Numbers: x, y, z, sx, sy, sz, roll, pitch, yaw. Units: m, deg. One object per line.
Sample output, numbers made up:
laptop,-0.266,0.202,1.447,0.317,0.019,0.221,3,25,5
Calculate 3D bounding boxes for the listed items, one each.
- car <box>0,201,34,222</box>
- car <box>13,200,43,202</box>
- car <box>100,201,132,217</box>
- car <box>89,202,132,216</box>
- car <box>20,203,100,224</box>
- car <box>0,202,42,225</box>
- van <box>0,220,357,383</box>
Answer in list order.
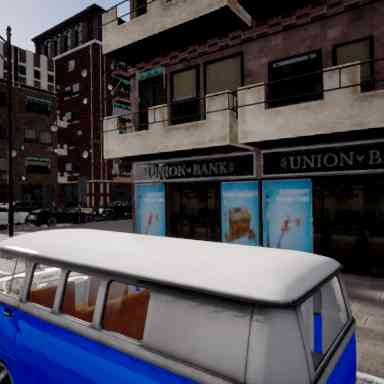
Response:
car,-15.494,1.608,27.322,1.967,1.590,4.097,-2,-1,36
car,-13.446,1.473,25.733,2.097,1.767,4.553,-1,-1,36
car,-7.370,1.671,34.064,2.128,1.511,4.902,-1,-1,36
car,-8.851,1.797,36.432,1.947,1.339,4.313,-2,-1,36
car,-8.722,1.583,22.381,1.947,1.339,4.313,-2,-1,36
car,-12.498,1.574,21.683,1.812,1.442,4.674,-1,-1,38
van,-0.549,1.342,3.242,3.998,1.788,1.690,0,-1,35
